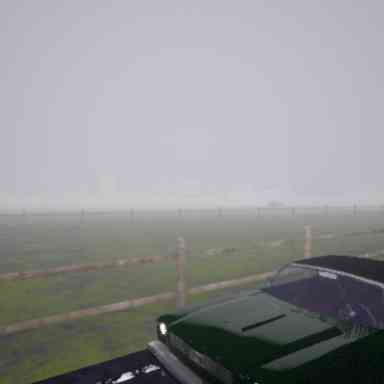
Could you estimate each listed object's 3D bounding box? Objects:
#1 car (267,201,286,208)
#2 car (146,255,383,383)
[{"bbox_3d":[17.746,2.586,69.926,2.128,1.511,4.902,1,-1,-20],"label":"car"},{"bbox_3d":[1.847,1.615,4.332,4.718,1.301,1.895,0,0,-35],"label":"car"}]
